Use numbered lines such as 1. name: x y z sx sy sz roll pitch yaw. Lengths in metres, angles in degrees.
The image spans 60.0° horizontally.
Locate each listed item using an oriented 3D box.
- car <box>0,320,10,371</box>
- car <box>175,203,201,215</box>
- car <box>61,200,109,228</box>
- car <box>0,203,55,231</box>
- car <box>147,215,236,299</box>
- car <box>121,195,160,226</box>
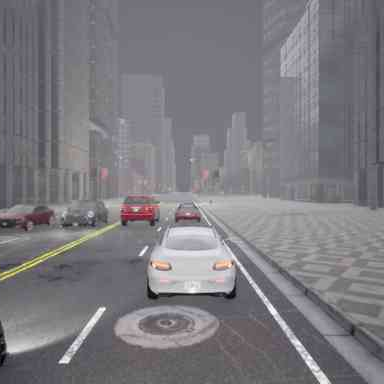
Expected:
1. car: -3.181 1.563 2.324 1.994 1.385 4.181 0 0 -1
2. car: -0.332 1.552 26.123 1.994 1.385 4.181 0 0 -1
3. car: -6.963 1.344 22.030 2.097 1.767 4.553 0 0 -1
4. car: -10.188 1.470 20.546 1.882 1.535 5.008 0 0 -1
5. car: -0.031 1.523 8.318 1.812 1.442 4.674 0 0 -1
6. car: -3.535 1.213 23.402 2.150 2.045 5.566 0 0 -1
